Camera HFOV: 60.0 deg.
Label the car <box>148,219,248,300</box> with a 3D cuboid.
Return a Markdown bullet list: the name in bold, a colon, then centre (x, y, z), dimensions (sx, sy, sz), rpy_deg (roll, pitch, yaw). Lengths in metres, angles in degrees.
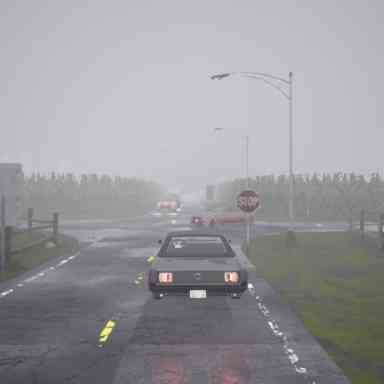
- **car**: centre (0.073, 1.601, 8.377), dimensions (1.895, 1.301, 4.718), rpy_deg (0, 0, -1)

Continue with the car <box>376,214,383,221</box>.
- **car**: centre (15.676, 1.688, 23.942), dimensions (4.181, 1.385, 1.994), rpy_deg (0, -1, 1)

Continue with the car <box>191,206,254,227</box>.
- **car**: centre (1.961, 1.577, 21.324), dimensions (4.181, 1.385, 1.994), rpy_deg (0, -1, -32)

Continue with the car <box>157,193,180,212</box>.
- **car**: centre (-2.840, 1.342, 38.265), dimensions (2.097, 1.767, 4.553), rpy_deg (0, 0, 0)

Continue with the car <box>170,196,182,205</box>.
- **car**: centre (-2.818, 1.500, 58.760), dimensions (1.812, 1.442, 4.674), rpy_deg (0, 0, 1)

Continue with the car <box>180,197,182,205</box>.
- **car**: centre (-2.839, 1.207, 48.499), dimensions (2.150, 2.045, 5.566), rpy_deg (0, 0, -1)
